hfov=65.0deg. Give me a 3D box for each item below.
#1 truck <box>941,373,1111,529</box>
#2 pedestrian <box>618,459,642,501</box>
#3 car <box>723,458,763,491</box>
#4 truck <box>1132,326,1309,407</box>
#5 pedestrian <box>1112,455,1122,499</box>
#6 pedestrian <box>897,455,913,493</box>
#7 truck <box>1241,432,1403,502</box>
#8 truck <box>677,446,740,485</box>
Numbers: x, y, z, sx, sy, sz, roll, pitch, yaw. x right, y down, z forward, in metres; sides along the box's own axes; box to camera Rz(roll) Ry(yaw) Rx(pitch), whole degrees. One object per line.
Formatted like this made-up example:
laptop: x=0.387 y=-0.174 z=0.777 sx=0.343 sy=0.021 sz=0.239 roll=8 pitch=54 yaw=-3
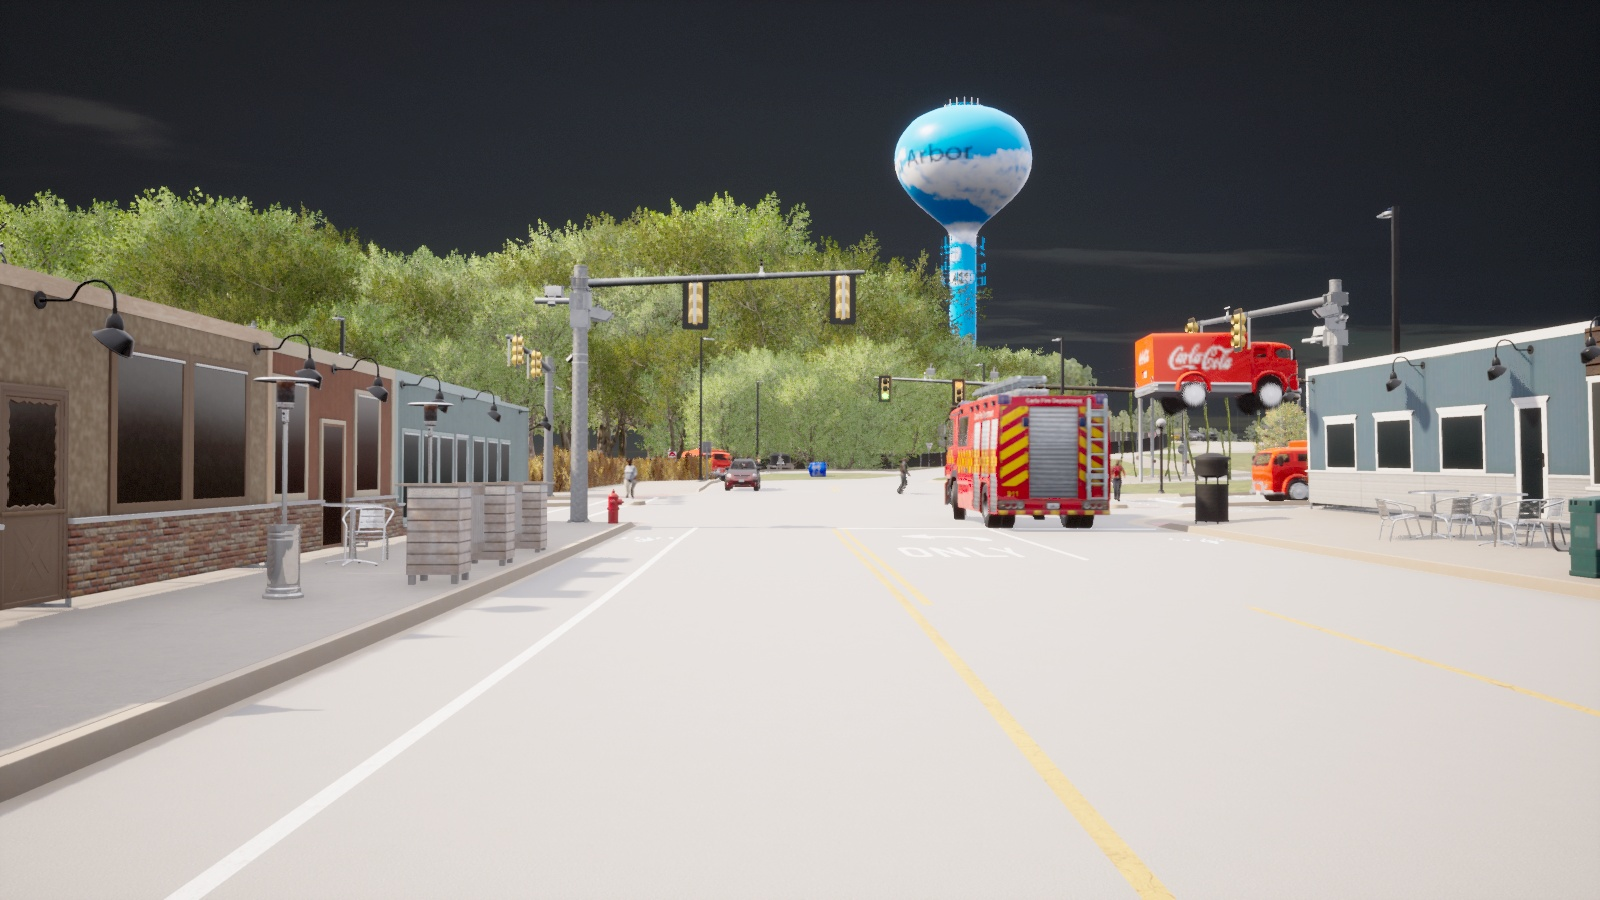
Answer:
truck: x=6.041 y=0.082 z=35.136 sx=2.891 sy=3.827 sz=8.468 roll=0 pitch=-1 yaw=-2
pedestrian: x=-7.684 y=1.352 z=56.770 sx=0.874 sy=1.855 sz=0.900 roll=0 pitch=-1 yaw=10
car: x=-2.920 y=1.248 z=64.968 sx=1.851 sy=1.617 sz=3.988 roll=0 pitch=1 yaw=0
truck: x=14.462 y=-2.841 z=43.499 sx=5.204 sy=2.467 sz=2.627 roll=0 pitch=-3 yaw=0
pedestrian: x=13.274 y=1.130 z=52.531 sx=0.331 sy=1.846 sz=0.636 roll=-1 pitch=-1 yaw=20
pedestrian: x=5.055 y=1.161 z=60.507 sx=0.720 sy=1.854 sz=0.376 roll=0 pitch=-1 yaw=-4
truck: x=20.491 y=0.660 z=49.468 sx=5.204 sy=2.467 sz=2.627 roll=-2 pitch=-1 yaw=-5
truck: x=-7.064 y=1.263 z=96.679 sx=2.627 sy=2.467 sz=5.204 roll=6 pitch=-7 yaw=-31
